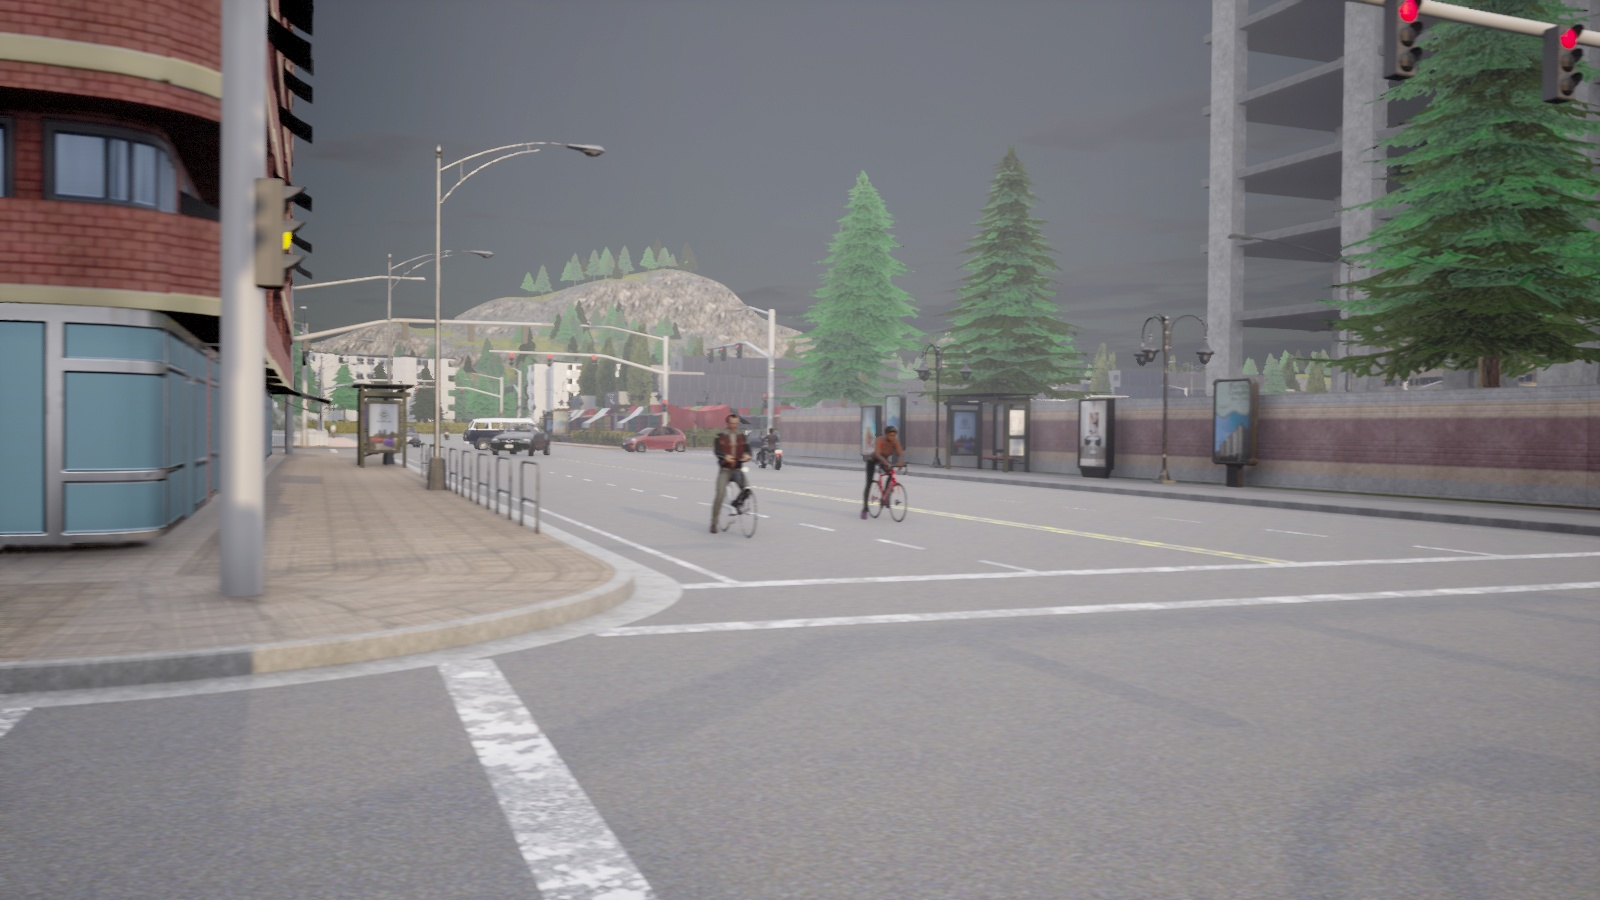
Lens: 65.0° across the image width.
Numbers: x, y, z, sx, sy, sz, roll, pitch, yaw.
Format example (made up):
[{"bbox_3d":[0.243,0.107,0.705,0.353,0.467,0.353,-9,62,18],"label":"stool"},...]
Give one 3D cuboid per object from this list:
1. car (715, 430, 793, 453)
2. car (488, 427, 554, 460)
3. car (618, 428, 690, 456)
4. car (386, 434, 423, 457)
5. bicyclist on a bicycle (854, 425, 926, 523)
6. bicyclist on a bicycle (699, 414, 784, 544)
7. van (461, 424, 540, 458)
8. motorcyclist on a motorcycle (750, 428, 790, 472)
[{"bbox_3d":[-3.089,-0.594,84.193,4.792,1.488,2.163,-1,1,-21],"label":"car"},{"bbox_3d":[-14.425,-0.355,65.278,2.152,1.651,5.027,0,1,2],"label":"car"},{"bbox_3d":[-8.989,-0.490,77.335,3.988,1.617,1.851,-2,1,-33],"label":"car"},{"bbox_3d":[-27.372,-0.363,86.833,2.128,1.511,4.902,-1,1,-21],"label":"car"},{"bbox_3d":[1.533,0.382,21.651,0.582,1.620,1.656,-1,1,-21],"label":"bicyclist on a bicycle"},{"bbox_3d":[-0.876,0.382,18.176,0.659,1.776,1.843,-1,1,-21],"label":"bicyclist on a bicycle"},{"bbox_3d":[-18.631,-0.562,78.061,4.480,2.038,2.069,-1,1,-22],"label":"van"},{"bbox_3d":[-1.165,-0.021,48.081,0.766,1.649,2.350,-1,1,-21],"label":"motorcyclist on a motorcycle"}]
